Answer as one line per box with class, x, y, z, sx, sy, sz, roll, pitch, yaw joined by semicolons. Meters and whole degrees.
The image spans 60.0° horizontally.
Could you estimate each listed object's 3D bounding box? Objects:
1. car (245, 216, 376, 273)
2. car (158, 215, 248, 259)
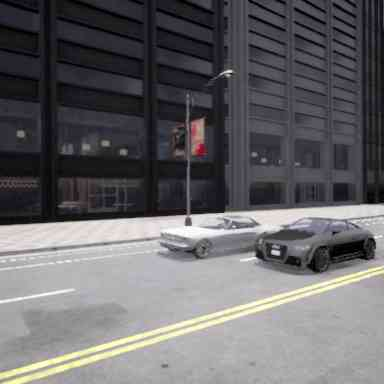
car;3.976;1.506;10.517;4.181;1.385;1.994;0;0;-36
car;1.116;1.551;12.470;4.718;1.301;1.895;0;0;-36
